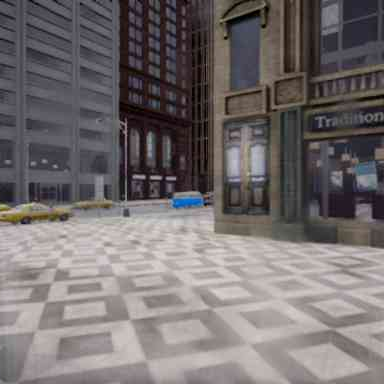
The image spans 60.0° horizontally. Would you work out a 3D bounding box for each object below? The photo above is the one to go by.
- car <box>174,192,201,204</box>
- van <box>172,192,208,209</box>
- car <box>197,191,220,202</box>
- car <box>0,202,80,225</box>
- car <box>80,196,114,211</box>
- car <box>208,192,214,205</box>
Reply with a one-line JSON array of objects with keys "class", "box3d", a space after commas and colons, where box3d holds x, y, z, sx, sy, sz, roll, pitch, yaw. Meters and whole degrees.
[{"class": "car", "box3d": [-0.598, 0.825, 50.080, 1.967, 1.590, 4.097, 1, 2, 36]}, {"class": "van", "box3d": [-0.398, 0.913, 35.898, 1.690, 1.788, 3.998, 1, 2, 36]}, {"class": "car", "box3d": [2.747, 0.735, 54.659, 1.967, 1.590, 4.097, 1, 2, 36]}, {"class": "car", "box3d": [-10.331, 1.370, 22.302, 1.752, 1.417, 4.829, 1, 2, 36]}, {"class": "car", "box3d": [-10.732, 1.186, 36.206, 1.752, 1.417, 4.829, 1, 2, 36]}, {"class": "car", "box3d": [2.945, 1.047, 40.481, 1.947, 1.339, 4.313, 1, 2, 36]}]
